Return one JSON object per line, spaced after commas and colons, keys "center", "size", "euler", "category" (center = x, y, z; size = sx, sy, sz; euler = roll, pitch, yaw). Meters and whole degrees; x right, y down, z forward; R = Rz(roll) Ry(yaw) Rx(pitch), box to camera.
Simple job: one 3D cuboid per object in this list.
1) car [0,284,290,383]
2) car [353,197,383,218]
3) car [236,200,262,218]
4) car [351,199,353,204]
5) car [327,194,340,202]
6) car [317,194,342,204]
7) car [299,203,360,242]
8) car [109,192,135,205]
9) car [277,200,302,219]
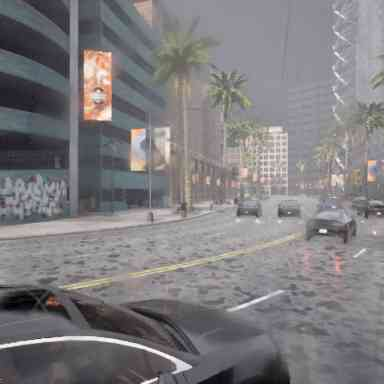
{"center": [-1.297, 1.504, 2.392], "size": [4.892, 1.490, 1.837], "euler": [0, 0, -37], "category": "car"}
{"center": [16.027, 1.496, 29.658], "size": [1.837, 1.490, 4.892], "euler": [0, 0, 16], "category": "car"}
{"center": [5.356, 1.459, 30.659], "size": [1.882, 1.535, 5.008], "euler": [0, 0, 17], "category": "car"}
{"center": [24.785, 1.461, 49.062], "size": [2.231, 1.521, 4.892], "euler": [0, 0, 16], "category": "car"}
{"center": [32.877, 1.318, 77.300], "size": [2.185, 1.767, 4.553], "euler": [0, 0, 16], "category": "car"}
{"center": [12.598, 1.336, 30.404], "size": [2.097, 1.767, 4.553], "euler": [0, 0, 16], "category": "car"}
{"center": [6.893, 1.518, 16.366], "size": [1.812, 1.442, 4.674], "euler": [0, 0, 32], "category": "car"}
{"center": [-10.836, 0.982, 51.444], "size": [2.435, 2.045, 5.566], "euler": [0, 0, 16], "category": "car"}
{"center": [8.718, 1.462, 29.687], "size": [1.882, 1.535, 5.008], "euler": [0, 0, 17], "category": "car"}
